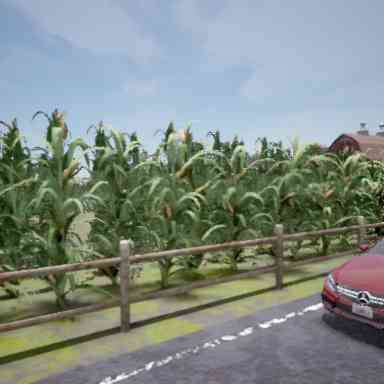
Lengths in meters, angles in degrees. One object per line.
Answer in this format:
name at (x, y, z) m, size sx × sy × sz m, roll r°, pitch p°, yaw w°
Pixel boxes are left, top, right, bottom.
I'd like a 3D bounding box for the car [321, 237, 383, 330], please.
car at (4.374, 1.439, 6.181) m, size 4.674 × 1.442 × 1.812 m, roll -1°, pitch 1°, yaw -35°
